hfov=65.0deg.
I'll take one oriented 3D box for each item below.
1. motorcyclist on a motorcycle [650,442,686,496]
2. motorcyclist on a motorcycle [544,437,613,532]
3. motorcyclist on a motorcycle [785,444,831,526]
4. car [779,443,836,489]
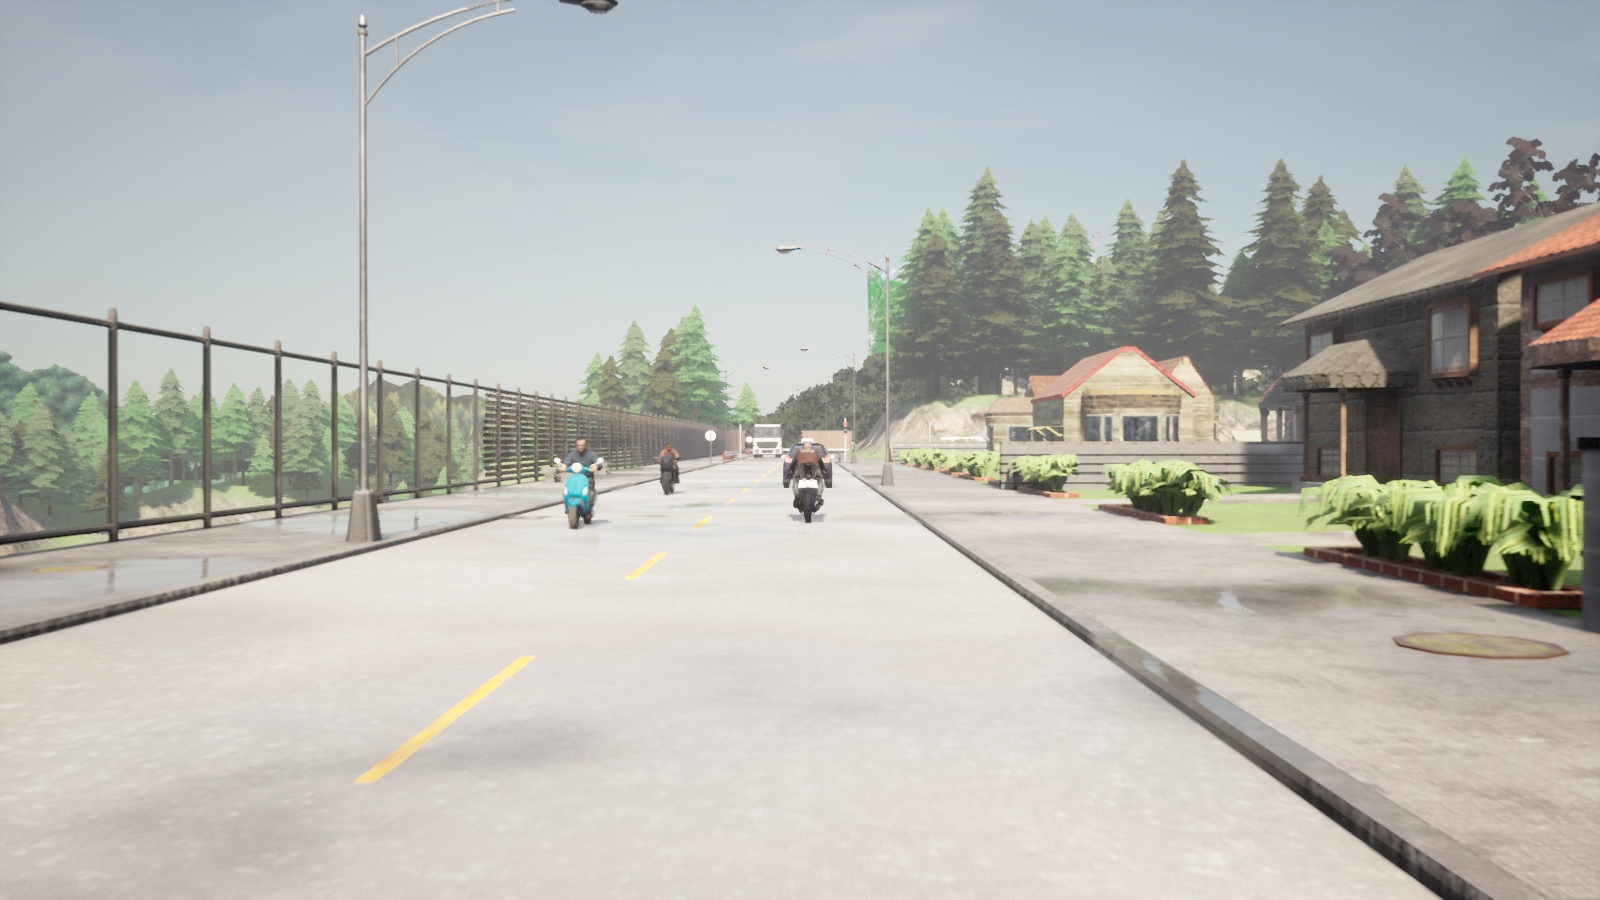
[{"bbox_3d":[-3.779,0.522,36.099,0.797,1.523,2.044,0,0,0],"label":"motorcyclist on a motorcycle"},{"bbox_3d":[-3.860,0.573,22.011,0.866,1.590,1.817,0,0,0],"label":"motorcyclist on a motorcycle"},{"bbox_3d":[0.154,0.644,24.366,0.866,1.530,2.191,0,0,0],"label":"motorcyclist on a motorcycle"},{"bbox_3d":[0.259,0.519,42.846,1.845,1.501,3.633,0,0,0],"label":"car"}]
